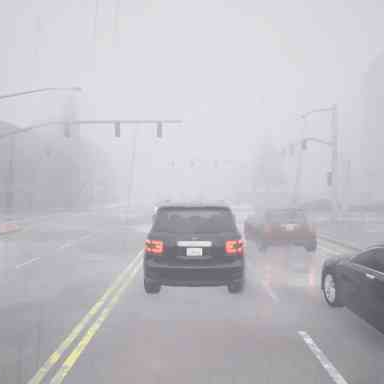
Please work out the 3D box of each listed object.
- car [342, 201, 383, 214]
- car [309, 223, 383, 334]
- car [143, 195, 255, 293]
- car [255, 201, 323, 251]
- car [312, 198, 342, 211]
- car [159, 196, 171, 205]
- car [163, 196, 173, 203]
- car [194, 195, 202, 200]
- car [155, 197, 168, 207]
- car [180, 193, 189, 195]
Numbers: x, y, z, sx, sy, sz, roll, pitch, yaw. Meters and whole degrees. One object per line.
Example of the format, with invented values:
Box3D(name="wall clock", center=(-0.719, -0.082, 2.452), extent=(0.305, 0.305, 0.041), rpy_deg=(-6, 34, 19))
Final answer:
Box3D(name="car", center=(18.492, 1.601, 34.152), extent=(4.718, 1.301, 1.895), rpy_deg=(0, 0, -2))
Box3D(name="car", center=(3.608, 1.505, 5.065), extent=(1.837, 1.490, 4.892), rpy_deg=(0, 0, 0))
Box3D(name="car", center=(0.055, 1.221, 8.969), extent=(2.150, 2.045, 5.566), rpy_deg=(0, 0, 0))
Box3D(name="car", center=(3.537, 1.352, 14.147), extent=(2.097, 1.767, 4.553), rpy_deg=(0, 0, 0))
Box3D(name="car", center=(14.443, 1.505, 37.545), extent=(4.892, 1.490, 1.837), rpy_deg=(0, 0, -2))
Box3D(name="car", center=(-4.892, 1.477, 61.317), extent=(1.882, 1.535, 5.008), rpy_deg=(0, 0, -1))
Box3D(name="car", center=(-5.065, 1.552, 71.198), extent=(1.994, 1.385, 4.181), rpy_deg=(0, 0, -1))
Box3D(name="car", center=(1.479, 1.552, 90.349), extent=(1.994, 1.385, 4.181), rpy_deg=(0, 0, -1))
Box3D(name="car", center=(-4.694, 1.526, 51.927), extent=(1.812, 1.442, 4.674), rpy_deg=(0, 0, -1))
Box3D(name="car", center=(-1.779, 1.496, 80.204), extent=(1.837, 1.490, 4.892), rpy_deg=(0, 0, -1))
